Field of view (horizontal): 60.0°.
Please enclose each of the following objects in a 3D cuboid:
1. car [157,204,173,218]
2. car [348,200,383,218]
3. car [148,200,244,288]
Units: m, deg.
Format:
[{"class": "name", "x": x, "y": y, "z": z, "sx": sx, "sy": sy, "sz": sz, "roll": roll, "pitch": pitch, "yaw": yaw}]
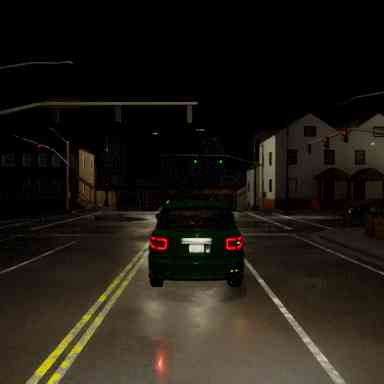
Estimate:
[{"class": "car", "x": -3.593, "y": 2.602, "z": 45.327, "sx": 1.812, "sy": 1.442, "sz": 4.674, "roll": 0, "pitch": -9, "yaw": 0}, {"class": "car", "x": 16.563, "y": 1.495, "z": 29.784, "sx": 4.902, "sy": 1.511, "sz": 2.128, "roll": 0, "pitch": 0, "yaw": -1}, {"class": "car", "x": 0.090, "y": 1.224, "z": 9.412, "sx": 2.150, "sy": 2.045, "sz": 5.566, "roll": 0, "pitch": 0, "yaw": 0}]
